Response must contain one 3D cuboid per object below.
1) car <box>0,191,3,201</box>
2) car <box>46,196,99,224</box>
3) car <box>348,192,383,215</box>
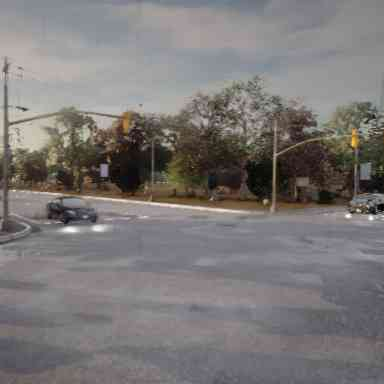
[{"bbox_3d":[-23.714,0.222,39.110,2.128,1.511,4.902,0,2,-41],"label":"car"},{"bbox_3d":[-7.159,0.988,19.535,1.812,1.442,4.674,0,2,-40],"label":"car"},{"bbox_3d":[15.312,0.927,28.706,4.553,1.767,2.097,0,2,-43],"label":"car"}]
